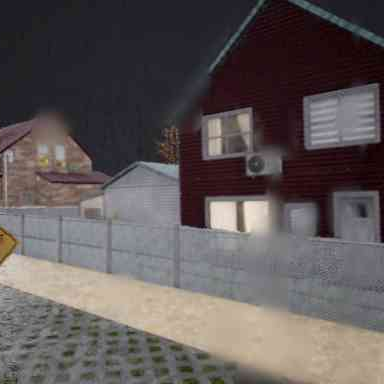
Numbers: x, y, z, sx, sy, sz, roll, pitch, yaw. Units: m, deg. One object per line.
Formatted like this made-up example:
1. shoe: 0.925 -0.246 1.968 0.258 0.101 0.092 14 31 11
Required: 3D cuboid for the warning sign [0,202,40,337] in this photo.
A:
1. warning sign: -3.183 1.110 4.902 1.060 1.860 1.300 -2 1 35
